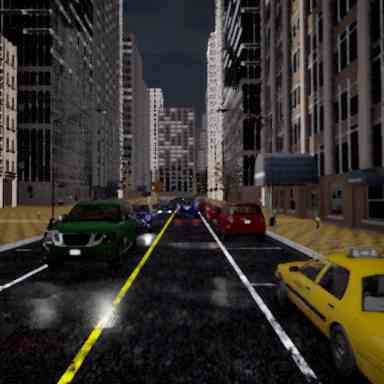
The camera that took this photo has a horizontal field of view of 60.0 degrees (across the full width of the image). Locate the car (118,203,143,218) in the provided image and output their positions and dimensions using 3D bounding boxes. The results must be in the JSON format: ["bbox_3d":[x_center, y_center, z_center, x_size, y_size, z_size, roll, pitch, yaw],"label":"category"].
[{"bbox_3d":[-6.225,1.876,33.994,1.802,1.307,4.206,0,0,-1],"label":"car"}]

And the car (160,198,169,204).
[{"bbox_3d":[-7.071,2.216,84.772,2.008,1.369,4.403,0,0,-1],"label":"car"}]

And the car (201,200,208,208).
[{"bbox_3d":[2.153,1.833,34.172,1.802,1.307,4.206,0,0,-1],"label":"car"}]

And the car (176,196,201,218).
[{"bbox_3d":[-0.469,1.611,33.362,2.097,1.767,4.553,0,0,-1],"label":"car"}]

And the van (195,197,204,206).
[{"bbox_3d":[1.591,1.842,68.017,1.690,1.788,3.998,0,0,-1],"label":"van"}]

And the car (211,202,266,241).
[{"bbox_3d":[2.436,1.438,17.253,2.192,1.841,5.009,0,0,-1],"label":"car"}]

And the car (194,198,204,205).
[{"bbox_3d":[1.496,2.093,73.656,2.008,1.369,4.403,0,0,-1],"label":"car"}]

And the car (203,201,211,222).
[{"bbox_3d":[2.248,1.753,28.532,1.887,1.381,4.507,0,0,-1],"label":"car"}]

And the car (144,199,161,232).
[{"bbox_3d":[-3.424,1.539,21.616,2.097,1.767,4.553,0,0,-1],"label":"car"}]

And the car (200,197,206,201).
[{"bbox_3d":[1.872,1.921,51.094,1.887,1.381,4.507,0,0,-1],"label":"car"}]

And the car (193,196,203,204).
[{"bbox_3d":[1.403,1.897,79.298,2.192,1.841,5.009,0,0,-1],"label":"car"}]

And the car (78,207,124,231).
[{"bbox_3d":[-6.037,1.760,22.710,2.008,1.369,4.403,0,0,-1],"label":"car"}]

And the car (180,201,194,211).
[{"bbox_3d":[-0.704,1.959,46.744,1.895,1.301,4.718,0,0,0],"label":"car"}]

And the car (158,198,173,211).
[{"bbox_3d":[-3.785,1.992,48.625,2.033,1.411,5.357,0,0,-1],"label":"car"}]

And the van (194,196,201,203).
[{"bbox_3d":[1.309,1.963,84.939,1.690,1.788,3.998,0,0,-1],"label":"van"}]

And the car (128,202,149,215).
[{"bbox_3d":[-6.318,1.881,39.636,1.887,1.381,4.507,0,0,-1],"label":"car"}]

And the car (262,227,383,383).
[{"bbox_3d":[2.597,1.555,5.304,1.752,1.417,4.829,0,0,-1],"label":"car"}]

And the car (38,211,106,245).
[{"bbox_3d":[-5.943,1.732,17.069,1.947,1.339,4.313,0,0,-1],"label":"car"}]

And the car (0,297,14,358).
[{"bbox_3d":[-3.107,1.581,1.794,2.033,1.411,5.357,0,0,-1],"label":"car"}]

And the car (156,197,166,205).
[{"bbox_3d":[-6.882,2.025,73.489,1.967,1.590,4.097,0,0,-1],"label":"car"}]

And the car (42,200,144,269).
[{"bbox_3d":[-3.275,1.334,11.952,2.150,2.045,5.566,0,0,-1],"label":"car"}]
